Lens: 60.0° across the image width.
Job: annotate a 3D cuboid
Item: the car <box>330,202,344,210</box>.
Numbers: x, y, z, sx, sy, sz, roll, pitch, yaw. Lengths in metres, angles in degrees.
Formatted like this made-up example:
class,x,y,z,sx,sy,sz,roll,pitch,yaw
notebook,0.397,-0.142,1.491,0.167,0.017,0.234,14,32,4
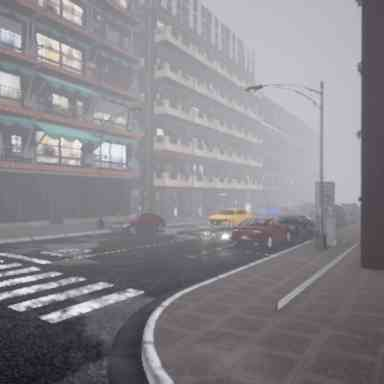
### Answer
class,x,y,z,sx,sy,sz,roll,pitch,yaw
car,33.917,3.203,77.846,2.192,1.841,5.009,-1,-2,33

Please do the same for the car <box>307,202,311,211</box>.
class,x,y,z,sx,sy,sz,roll,pitch,yaw
car,15.775,2.327,40.010,2.097,1.767,4.553,0,-1,34

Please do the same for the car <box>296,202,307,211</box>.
class,x,y,z,sx,sy,sz,roll,pitch,yaw
car,15.393,2.405,44.975,2.097,1.767,4.553,0,-1,34

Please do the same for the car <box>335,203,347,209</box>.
class,x,y,z,sx,sy,sz,roll,pitch,yaw
car,37.041,3.455,82.565,1.967,1.590,4.097,-1,-2,33

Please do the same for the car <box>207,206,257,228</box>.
class,x,y,z,sx,sy,sz,roll,pitch,yaw
car,3.068,2.042,26.510,1.882,1.535,5.008,0,-1,34

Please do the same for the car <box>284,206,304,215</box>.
class,x,y,z,sx,sy,sz,roll,pitch,yaw
car,15.191,2.712,49.489,1.802,1.307,4.206,-1,-2,33

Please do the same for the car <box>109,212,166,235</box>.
class,x,y,z,sx,sy,sz,roll,pitch,yaw
car,-3.383,1.969,21.417,1.802,1.307,4.206,-1,-2,33

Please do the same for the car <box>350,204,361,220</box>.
class,x,y,z,sx,sy,sz,roll,pitch,yaw
car,19.014,2.338,40.140,2.192,1.841,5.009,-1,-2,33

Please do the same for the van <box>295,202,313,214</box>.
class,x,y,z,sx,sy,sz,roll,pitch,yaw
van,18.307,2.597,54.225,1.690,1.788,3.998,-1,-2,33

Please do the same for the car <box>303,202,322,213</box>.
class,x,y,z,sx,sy,sz,roll,pitch,yaw
car,21.409,2.696,58.963,2.192,1.841,5.009,-1,-2,33

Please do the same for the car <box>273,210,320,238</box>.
class,x,y,z,sx,sy,sz,roll,pitch,yaw
car,6.513,2.090,21.246,1.947,1.339,4.313,-1,-2,33

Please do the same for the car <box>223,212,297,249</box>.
class,x,y,z,sx,sy,sz,roll,pitch,yaw
car,3.577,1.952,16.809,1.887,1.381,4.507,-1,-2,33

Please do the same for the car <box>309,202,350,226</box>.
class,x,y,z,sx,sy,sz,roll,pitch,yaw
car,12.763,2.088,30.695,2.192,1.841,5.009,-1,-2,33

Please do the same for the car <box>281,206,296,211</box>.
class,x,y,z,sx,sy,sz,roll,pitch,yaw
car,12.069,2.586,44.766,1.802,1.307,4.206,-1,-2,33

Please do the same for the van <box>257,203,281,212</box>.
class,x,y,z,sx,sy,sz,roll,pitch,yaw
van,8.945,2.220,40.049,1.690,1.788,3.998,-1,-2,33

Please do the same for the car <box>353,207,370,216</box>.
class,x,y,z,sx,sy,sz,roll,pitch,yaw
car,25.262,2.856,49.578,1.802,1.307,4.206,-1,-2,33
